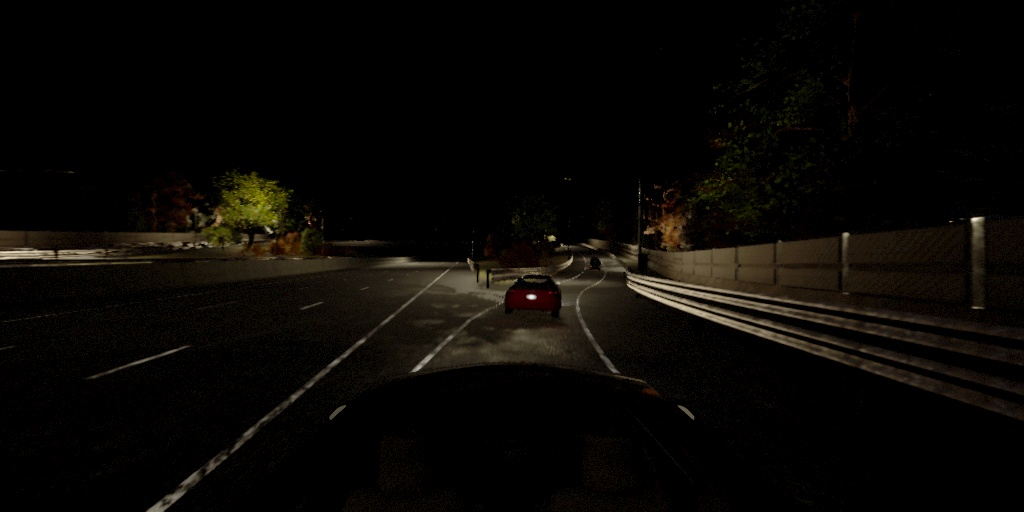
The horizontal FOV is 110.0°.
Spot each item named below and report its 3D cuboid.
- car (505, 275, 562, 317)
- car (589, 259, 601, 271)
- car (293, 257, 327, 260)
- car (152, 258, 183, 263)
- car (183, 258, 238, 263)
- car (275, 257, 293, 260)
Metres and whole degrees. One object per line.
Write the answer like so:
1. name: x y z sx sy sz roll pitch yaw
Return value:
1. car: 0.964 1.455 14.158 1.994 1.385 4.181 2 -2 9
2. car: 14.225 1.745 61.562 2.033 1.411 5.357 1 2 13
3. car: -28.268 0.958 50.435 1.837 1.490 4.892 1 0 -7
4. car: -29.353 0.920 30.900 1.882 1.535 5.008 1 0 -7
5. car: -25.955 0.967 31.928 2.128 1.511 4.902 1 0 -7
6. car: -31.672 0.911 49.444 2.128 1.511 4.902 1 0 -7
